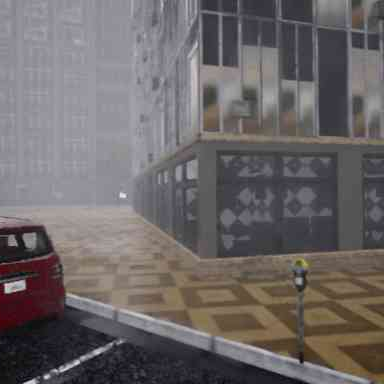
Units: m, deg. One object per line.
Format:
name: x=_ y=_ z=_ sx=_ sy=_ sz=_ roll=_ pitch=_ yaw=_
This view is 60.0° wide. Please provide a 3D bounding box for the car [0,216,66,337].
car: x=-4.268 y=1.337 z=5.769 sx=5.009 sy=1.841 sz=2.192 roll=0 pitch=-1 yaw=35
